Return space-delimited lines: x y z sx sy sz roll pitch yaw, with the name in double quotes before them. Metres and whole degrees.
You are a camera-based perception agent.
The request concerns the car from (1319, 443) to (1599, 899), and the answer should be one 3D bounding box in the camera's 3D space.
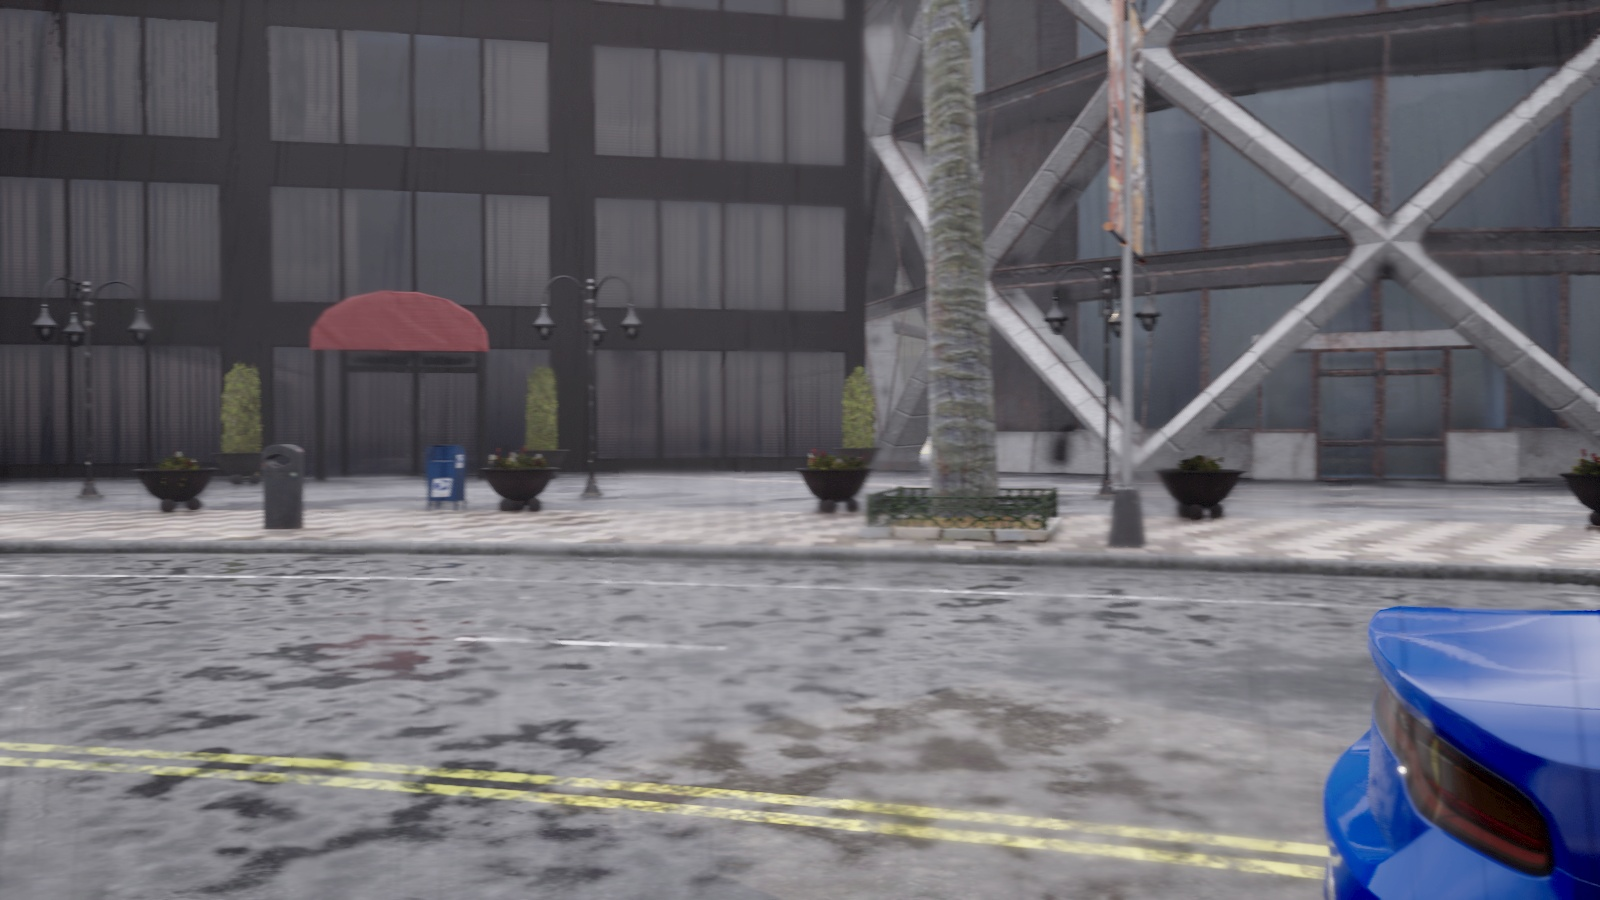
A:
"car" 3.487 0.782 1.866 5.008 1.535 1.882 1 1 22
